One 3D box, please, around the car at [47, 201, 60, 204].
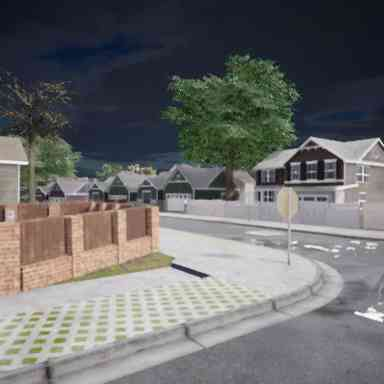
[{"bbox_3d":[-19.470,2.061,46.984,1.882,1.535,5.008,1,-2,-42],"label":"car"}]
